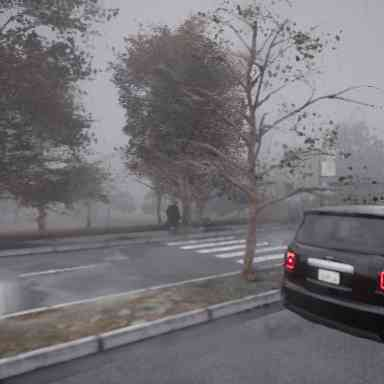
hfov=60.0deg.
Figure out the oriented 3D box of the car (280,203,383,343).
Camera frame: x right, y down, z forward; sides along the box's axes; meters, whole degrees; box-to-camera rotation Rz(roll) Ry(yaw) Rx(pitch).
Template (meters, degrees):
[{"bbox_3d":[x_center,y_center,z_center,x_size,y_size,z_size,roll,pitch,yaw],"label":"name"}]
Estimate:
[{"bbox_3d":[3.987,1.231,5.955,5.566,2.045,2.150,1,0,-36],"label":"car"}]
